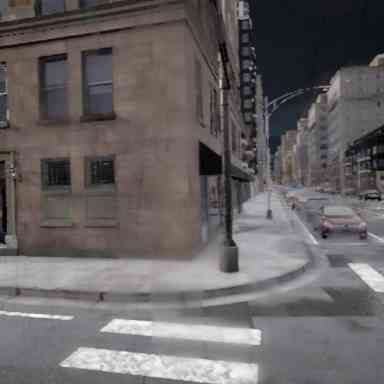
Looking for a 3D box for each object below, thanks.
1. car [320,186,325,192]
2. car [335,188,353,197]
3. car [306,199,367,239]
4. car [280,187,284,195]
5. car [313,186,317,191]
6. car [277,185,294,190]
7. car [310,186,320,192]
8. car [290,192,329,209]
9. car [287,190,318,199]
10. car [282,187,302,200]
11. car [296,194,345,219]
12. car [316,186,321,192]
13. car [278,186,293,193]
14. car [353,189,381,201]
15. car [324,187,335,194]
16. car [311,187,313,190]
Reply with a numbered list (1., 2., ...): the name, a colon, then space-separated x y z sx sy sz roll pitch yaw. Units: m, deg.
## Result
1. car: 27.425 -0.219 66.402 1.802 1.307 4.206 -1 1 13
2. car: 23.579 0.109 50.265 2.008 1.369 4.403 -1 1 13
3. car: 6.316 1.193 14.591 1.802 1.307 4.206 -1 1 13
4. car: 15.287 0.346 52.232 1.947 1.339 4.313 -1 1 13
5. car: 29.986 -0.599 77.157 1.967 1.590 4.097 -1 1 13
6. car: 19.127 -0.264 68.360 2.192 1.841 5.009 -1 1 13
7. car: 32.550 -0.836 87.914 1.967 1.590 4.097 -1 1 13
8. car: 8.878 0.925 25.345 2.008 1.369 4.403 -1 1 13
9. car: 10.160 0.801 30.722 1.887 1.381 4.507 -1 1 13
10. car: 13.965 0.429 46.689 1.752 1.417 4.829 -1 1 13
11. car: 7.597 1.059 19.968 1.947 1.339 4.313 -1 1 13
12. car: 28.707 -0.354 71.781 1.947 1.339 4.313 -1 1 13
13. car: 17.850 0.107 62.987 1.947 1.339 4.313 -1 1 13
14. car: 21.015 0.363 39.508 1.947 1.339 4.313 -1 1 13
15. car: 26.143 -0.115 61.023 1.947 1.339 4.313 -1 1 13
16. car: 31.268 -0.718 82.535 1.967 1.590 4.097 -1 1 13
